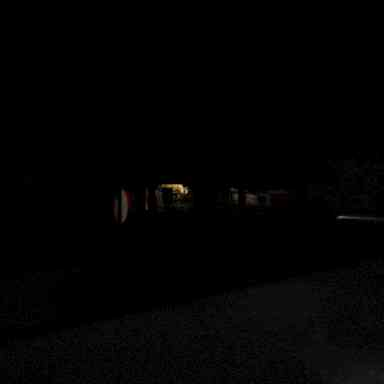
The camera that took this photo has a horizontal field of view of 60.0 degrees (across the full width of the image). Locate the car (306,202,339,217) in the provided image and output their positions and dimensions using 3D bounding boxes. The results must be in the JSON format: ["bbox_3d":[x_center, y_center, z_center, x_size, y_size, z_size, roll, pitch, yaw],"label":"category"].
[{"bbox_3d":[12.170,1.653,32.790,1.994,1.385,4.181,0,0,-35],"label":"car"}]
